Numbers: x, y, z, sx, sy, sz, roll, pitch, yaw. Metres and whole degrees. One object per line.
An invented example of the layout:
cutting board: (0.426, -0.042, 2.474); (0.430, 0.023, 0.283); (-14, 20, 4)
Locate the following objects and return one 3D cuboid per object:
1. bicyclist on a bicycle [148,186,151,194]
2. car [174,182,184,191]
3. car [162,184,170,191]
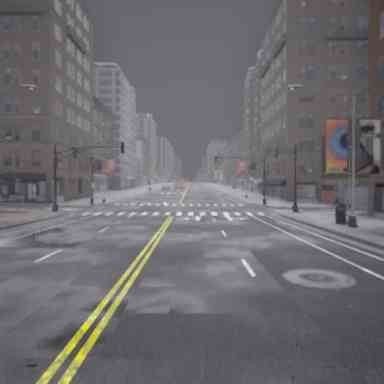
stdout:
bicyclist on a bicycle: (-8.765, -0.285, 68.393); (0.659, 1.776, 1.843); (0, 2, 0)
car: (-3.269, -1.397, 83.085); (2.150, 2.045, 5.566); (0, 2, 0)
car: (-6.519, -1.146, 83.125); (1.882, 1.535, 5.008); (0, 2, 0)
